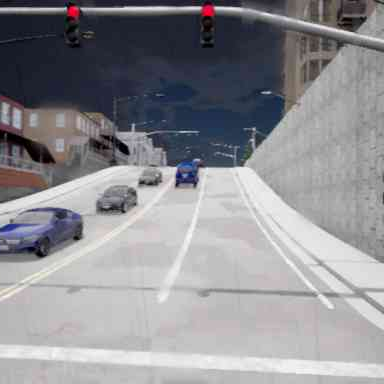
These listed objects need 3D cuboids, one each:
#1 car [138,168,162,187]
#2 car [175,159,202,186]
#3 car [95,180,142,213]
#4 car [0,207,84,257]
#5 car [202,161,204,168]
[{"bbox_3d":[-4.186,-1.540,33.542,1.837,1.490,4.892,1,11,4],"label":"car"},{"bbox_3d":[-0.463,-1.868,33.857,2.150,2.045,5.566,1,11,4],"label":"car"},{"bbox_3d":[-4.973,0.383,22.370,1.837,1.490,4.892,1,8,4],"label":"car"},{"bbox_3d":[-5.641,1.337,12.574,1.812,1.442,4.674,1,3,4],"label":"car"},{"bbox_3d":[0.868,-4.544,53.275,1.812,1.442,4.674,1,3,4],"label":"car"}]
